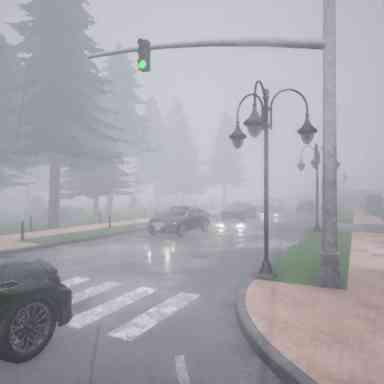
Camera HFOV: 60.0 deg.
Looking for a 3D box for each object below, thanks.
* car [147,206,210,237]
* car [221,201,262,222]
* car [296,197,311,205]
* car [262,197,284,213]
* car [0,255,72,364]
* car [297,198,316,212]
[{"bbox_3d":[-0.589,1.531,18.405,2.128,1.511,4.902,0,0,26],"label":"car"},{"bbox_3d":[4.017,1.539,27.774,1.882,1.535,5.008,0,0,26],"label":"car"},{"bbox_3d":[21.526,1.747,64.449,1.895,1.301,4.718,0,0,9],"label":"car"},{"bbox_3d":[9.368,1.438,38.822,2.097,1.767,4.553,0,0,25],"label":"car"},{"bbox_3d":[-3.823,1.347,3.277,2.150,2.045,5.566,0,0,25],"label":"car"},{"bbox_3d":[13.625,1.606,39.437,1.837,1.490,4.892,0,0,24],"label":"car"}]
